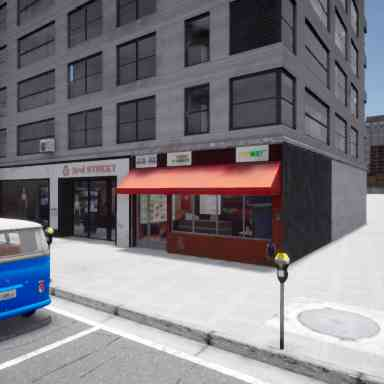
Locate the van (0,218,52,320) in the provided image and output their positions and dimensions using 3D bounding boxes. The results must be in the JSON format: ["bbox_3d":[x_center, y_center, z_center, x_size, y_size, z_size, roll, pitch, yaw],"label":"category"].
[{"bbox_3d":[-4.327,1.341,6.165,3.998,1.788,1.690,0,0,36],"label":"van"}]
